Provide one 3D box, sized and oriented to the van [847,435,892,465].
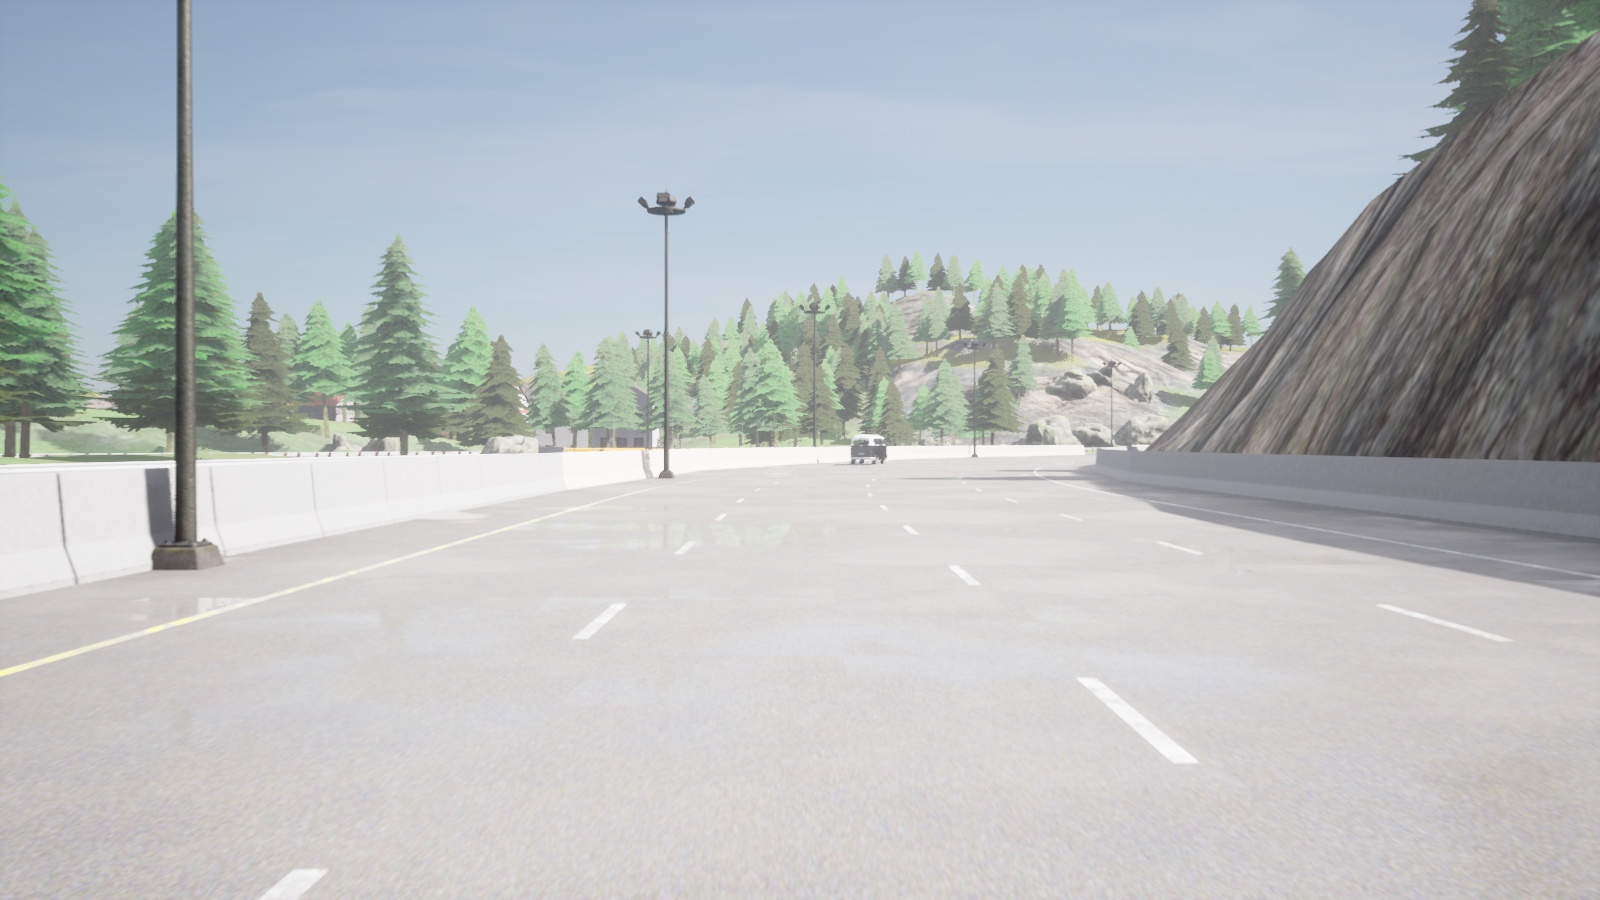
[{"bbox_3d":[4.803,-0.013,86.372,2.069,2.038,4.480,0,0,17],"label":"van"}]
